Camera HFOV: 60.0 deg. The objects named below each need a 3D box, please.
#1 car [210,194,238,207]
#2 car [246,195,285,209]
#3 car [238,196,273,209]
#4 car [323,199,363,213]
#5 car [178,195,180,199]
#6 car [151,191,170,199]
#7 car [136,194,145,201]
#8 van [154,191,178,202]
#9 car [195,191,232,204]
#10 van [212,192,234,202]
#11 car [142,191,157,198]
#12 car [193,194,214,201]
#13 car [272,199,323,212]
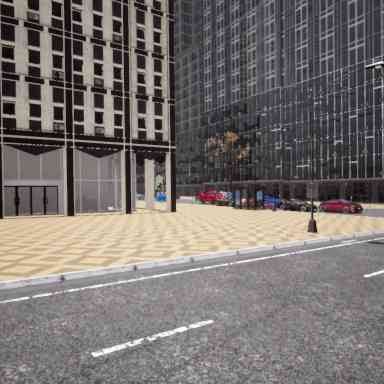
[{"bbox_3d":[4.818,1.320,44.820,1.947,1.339,4.313,0,1,-34],"label":"car"},{"bbox_3d":[9.350,1.227,42.848,1.882,1.535,5.008,-1,1,-34],"label":"car"},{"bbox_3d":[7.967,1.388,40.090,1.802,1.307,4.206,0,1,-34],"label":"car"},{"bbox_3d":[15.238,1.408,34.195,1.994,1.385,4.181,-1,1,-34],"label":"car"},{"bbox_3d":[-4.202,0.937,73.055,1.802,1.307,4.206,0,1,-34],"label":"car"},{"bbox_3d":[-7.400,0.616,77.750,2.192,1.841,5.009,0,1,-34],"label":"car"},{"bbox_3d":[-11.129,1.040,68.340,2.008,1.369,4.403,0,1,-34],"label":"car"},{"bbox_3d":[-4.732,0.938,58.941,1.690,1.788,3.998,0,1,-34],"label":"van"},{"bbox_3d":[3.363,0.874,51.652,2.150,2.045,5.566,-1,1,-34],"label":"car"},{"bbox_3d":[5.393,0.856,58.957,1.690,1.788,3.998,0,1,-34],"label":"van"},{"bbox_3d":[-10.599,0.687,82.449,1.967,1.590,4.097,0,1,-34],"label":"car"},{"bbox_3d":[2.195,1.044,63.658,1.802,1.307,4.206,0,1,-34],"label":"car"},{"bbox_3d":[11.152,1.424,35.380,1.947,1.339,4.313,0,1,-34],"label":"car"}]
